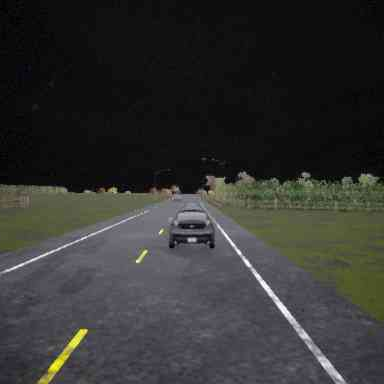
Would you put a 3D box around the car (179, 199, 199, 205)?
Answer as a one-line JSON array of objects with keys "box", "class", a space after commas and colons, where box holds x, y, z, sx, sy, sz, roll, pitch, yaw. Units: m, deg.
[{"box": [0.000, 1.581, 29.658, 1.994, 1.385, 4.181, 0, 0, 0], "class": "car"}]

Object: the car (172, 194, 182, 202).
[{"box": [-3.500, 1.319, 76.639, 2.097, 1.767, 4.553, 0, 0, 0], "class": "car"}]

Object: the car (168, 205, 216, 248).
[{"box": [0.000, 1.520, 14.656, 1.837, 1.490, 4.892, 0, 0, 0], "class": "car"}]
